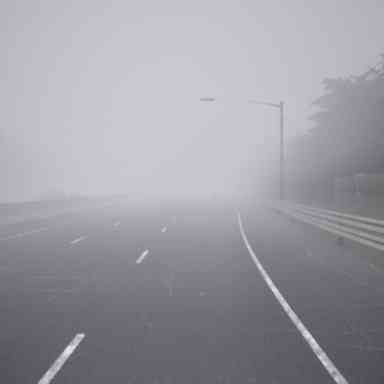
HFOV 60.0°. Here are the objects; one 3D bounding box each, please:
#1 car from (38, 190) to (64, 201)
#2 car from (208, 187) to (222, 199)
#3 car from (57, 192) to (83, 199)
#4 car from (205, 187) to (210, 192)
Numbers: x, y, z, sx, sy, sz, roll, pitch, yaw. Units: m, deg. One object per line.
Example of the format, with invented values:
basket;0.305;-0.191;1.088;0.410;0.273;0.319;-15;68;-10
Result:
car;-20.210;0.746;48.332;2.150;2.045;5.566;0;1;2
car;4.817;0.445;66.809;2.097;1.767;4.553;0;1;1
car;-16.754;1.054;46.900;1.837;1.490;4.892;0;1;2
car;5.471;0.085;93.146;1.895;1.301;4.718;0;2;1
